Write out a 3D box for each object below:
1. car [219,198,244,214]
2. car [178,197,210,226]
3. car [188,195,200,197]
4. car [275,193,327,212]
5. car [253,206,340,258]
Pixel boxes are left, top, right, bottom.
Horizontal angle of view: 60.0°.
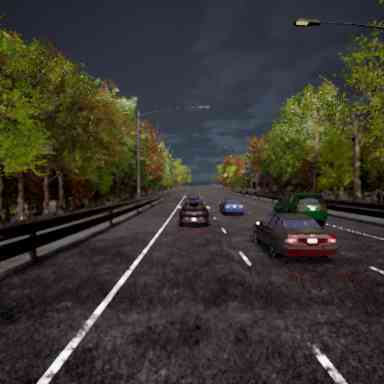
[{"bbox_3d":[3.629,1.247,30.982,2.033,1.411,5.357,0,1,0],"label":"car"},{"bbox_3d":[0.122,1.343,22.177,1.837,1.490,4.892,0,1,0],"label":"car"},{"bbox_3d":[0.142,1.040,41.812,1.994,1.385,4.181,0,1,0],"label":"car"},{"bbox_3d":[7.123,1.061,22.301,2.150,2.045,5.566,0,1,0],"label":"car"},{"bbox_3d":[3.612,1.491,12.483,2.033,1.411,5.357,0,1,0],"label":"car"}]
